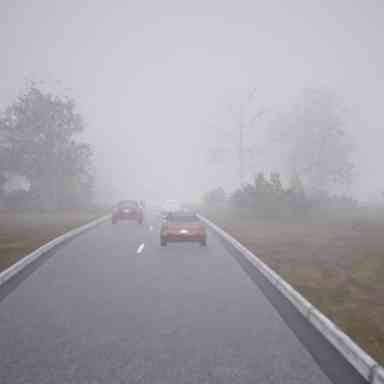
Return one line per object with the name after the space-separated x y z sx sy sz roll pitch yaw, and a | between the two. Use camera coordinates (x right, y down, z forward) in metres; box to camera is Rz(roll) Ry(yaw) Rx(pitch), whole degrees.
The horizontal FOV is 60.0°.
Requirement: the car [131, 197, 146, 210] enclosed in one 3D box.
-7.010 1.485 43.493 1.882 1.535 5.008 0 0 -9 | car

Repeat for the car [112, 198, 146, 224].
-4.631 1.349 24.875 2.097 1.767 4.553 0 0 -5 | car

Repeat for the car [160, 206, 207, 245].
-0.438 1.561 15.477 1.994 1.385 4.181 0 0 -3 | car

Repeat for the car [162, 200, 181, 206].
-2.007 1.520 32.949 1.812 1.442 4.674 0 0 -7 | car
